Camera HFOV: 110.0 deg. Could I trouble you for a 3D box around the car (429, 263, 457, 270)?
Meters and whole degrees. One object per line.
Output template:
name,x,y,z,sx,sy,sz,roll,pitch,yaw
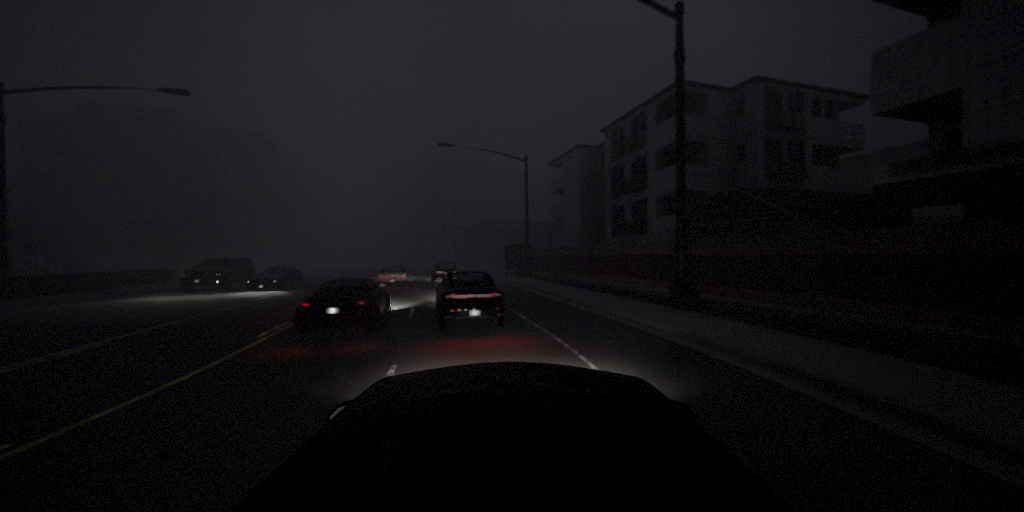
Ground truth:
car,-4.585,1.211,24.754,2.128,1.511,4.902,-1,0,-14

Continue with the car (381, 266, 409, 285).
car,-8.504,1.356,26.023,1.895,1.301,4.718,-1,0,-14

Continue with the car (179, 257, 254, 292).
car,-18.781,1.093,23.303,2.150,2.045,5.566,-1,0,-14

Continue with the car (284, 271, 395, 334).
car,-4.910,1.333,10.910,1.994,1.385,4.181,-1,0,-13

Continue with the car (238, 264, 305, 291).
car,-15.204,1.381,23.411,2.033,1.411,5.357,-1,0,-14

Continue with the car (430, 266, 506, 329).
car,-1.430,1.222,11.330,2.128,1.511,4.902,-1,0,-12
